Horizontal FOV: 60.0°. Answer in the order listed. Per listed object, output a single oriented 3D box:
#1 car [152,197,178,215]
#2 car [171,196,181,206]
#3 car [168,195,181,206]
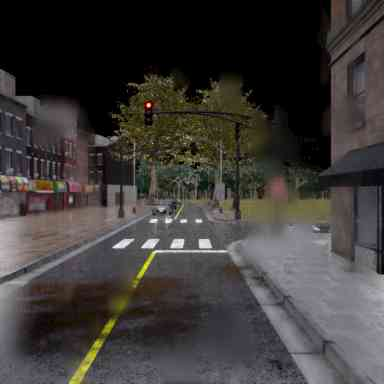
[{"bbox_3d":[-2.919,1.529,34.090,2.128,1.511,4.902,0,0,0],"label":"car"},{"bbox_3d":[-2.946,1.616,45.091,2.033,1.411,5.357,0,0,0],"label":"car"},{"bbox_3d":[-2.992,1.456,57.351,2.097,1.767,4.553,0,0,0],"label":"car"}]
